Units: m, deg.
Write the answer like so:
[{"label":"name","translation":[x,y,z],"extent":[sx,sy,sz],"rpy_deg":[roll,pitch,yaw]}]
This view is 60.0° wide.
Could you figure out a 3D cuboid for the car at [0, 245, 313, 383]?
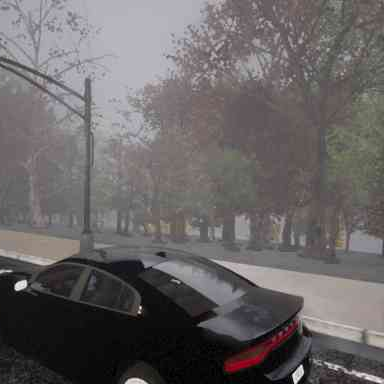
[{"label":"car","translation":[-1.034,1.477,4.477],"extent":[5.008,1.535,1.882],"rpy_deg":[0,0,36]}]
